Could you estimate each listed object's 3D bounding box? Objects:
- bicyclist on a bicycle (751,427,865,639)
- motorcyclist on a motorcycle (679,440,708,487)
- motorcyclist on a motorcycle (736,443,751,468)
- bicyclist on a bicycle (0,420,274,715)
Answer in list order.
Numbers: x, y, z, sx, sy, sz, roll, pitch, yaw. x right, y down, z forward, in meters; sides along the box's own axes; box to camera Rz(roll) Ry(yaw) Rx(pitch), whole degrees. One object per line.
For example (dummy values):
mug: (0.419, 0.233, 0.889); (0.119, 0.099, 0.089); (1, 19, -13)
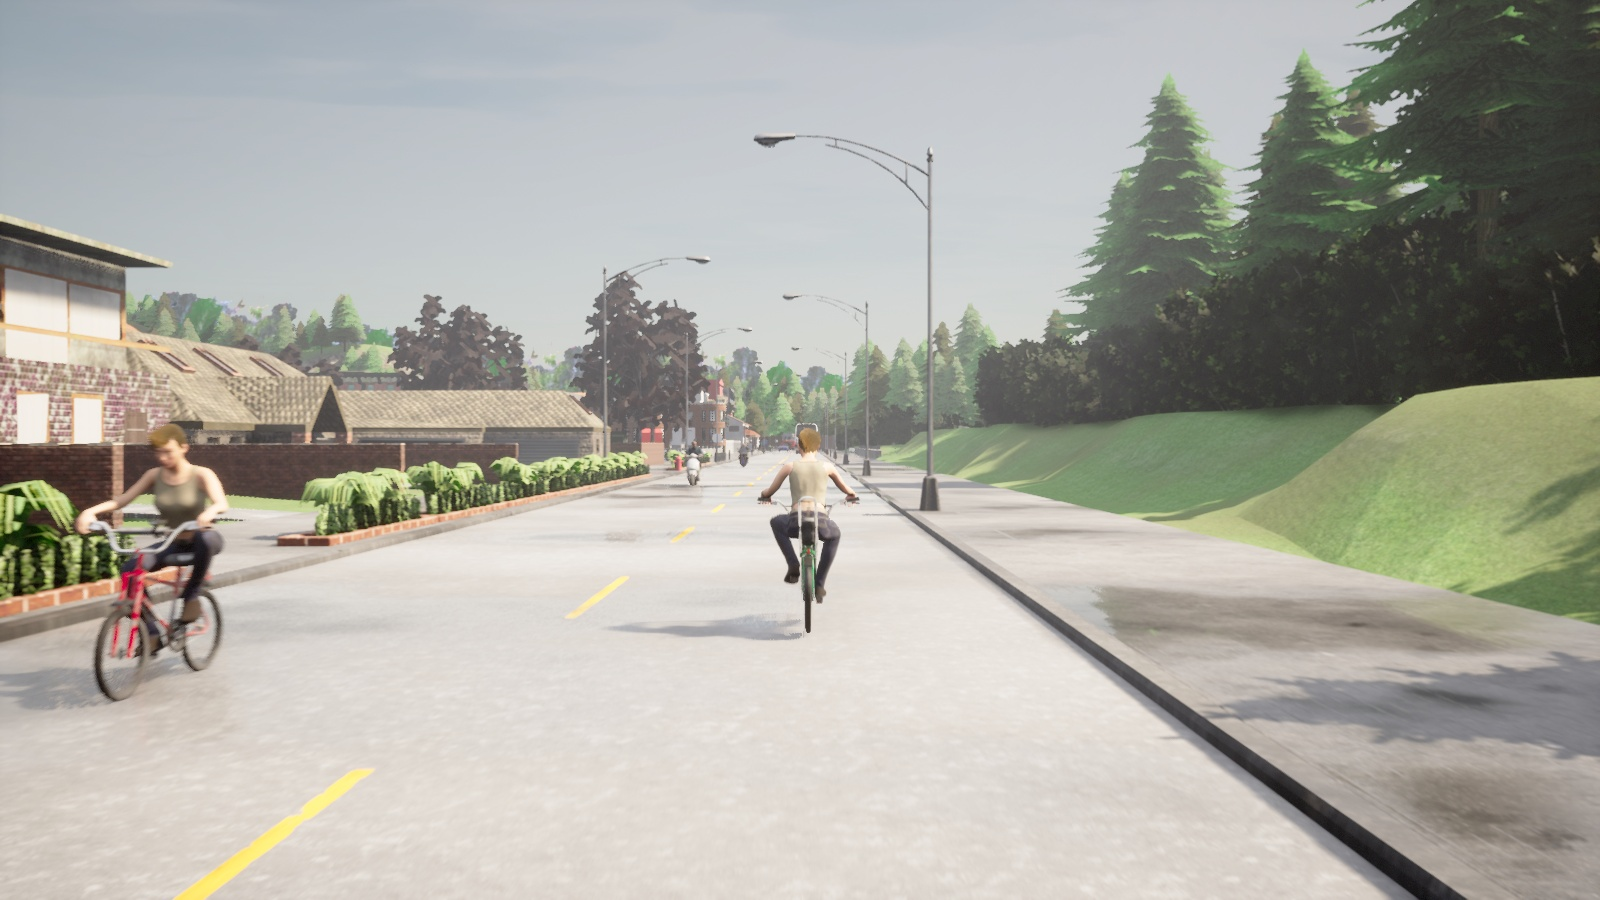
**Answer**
bicyclist on a bicycle: (0.069, 0.627, 10.301); (0.866, 1.612, 1.509); (0, 0, 1)
motorcyclist on a motorcycle: (-3.734, 0.457, 44.037); (0.866, 1.590, 1.817); (0, 0, 0)
motorcyclist on a motorcycle: (-3.561, 0.348, 79.006); (0.866, 1.530, 2.191); (0, 0, 0)
bicyclist on a bicycle: (-3.941, 0.638, 7.617); (0.866, 1.612, 1.509); (0, 0, 0)
